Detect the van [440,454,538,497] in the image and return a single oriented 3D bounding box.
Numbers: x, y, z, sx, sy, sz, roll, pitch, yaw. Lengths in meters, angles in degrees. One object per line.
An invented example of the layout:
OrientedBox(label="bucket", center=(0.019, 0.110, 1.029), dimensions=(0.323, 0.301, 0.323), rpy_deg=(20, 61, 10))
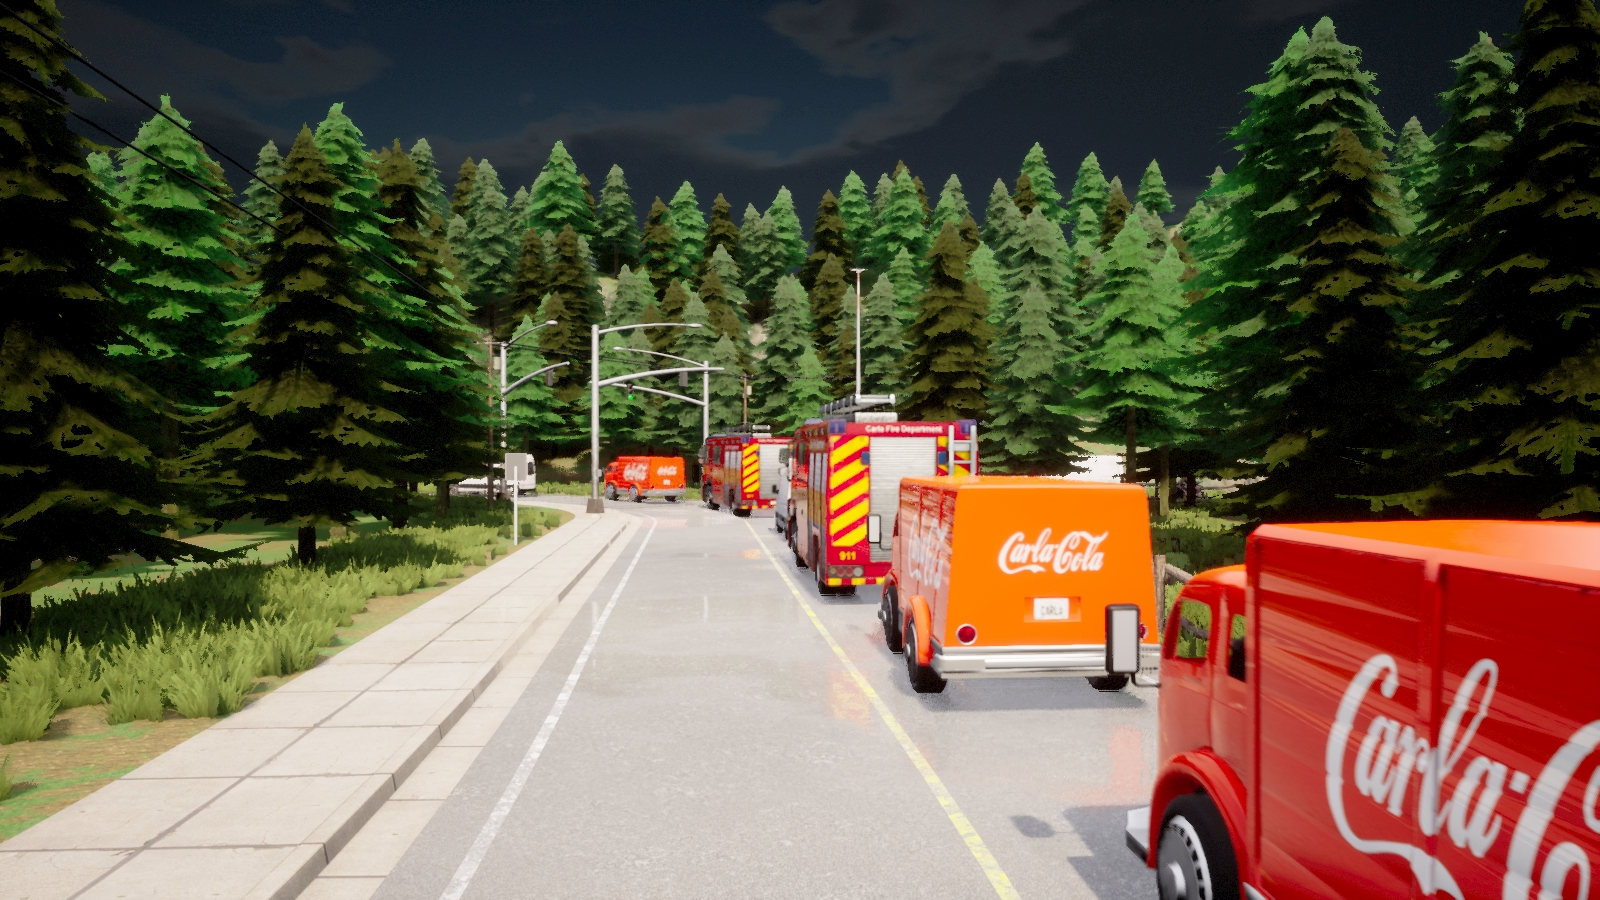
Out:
OrientedBox(label="van", center=(-18.971, 1.508, 69.542), dimensions=(5.915, 2.561, 1.988), rpy_deg=(0, -1, 26))

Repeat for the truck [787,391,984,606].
OrientedBox(label="truck", center=(1.495, 0.864, 24.639), dimensions=(2.891, 3.827, 8.468), rpy_deg=(0, 0, -5))

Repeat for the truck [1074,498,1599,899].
OrientedBox(label="truck", center=(3.226, 1.528, 4.764), dimensions=(2.627, 2.467, 5.204), rpy_deg=(0, 0, -4))

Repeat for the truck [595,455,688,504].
OrientedBox(label="truck", center=(-8.647, 1.544, 62.156), dimensions=(2.627, 2.467, 5.204), rpy_deg=(0, 0, -40))

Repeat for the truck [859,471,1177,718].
OrientedBox(label="truck", center=(2.412, 1.535, 14.469), dimensions=(2.627, 2.467, 5.204), rpy_deg=(0, 0, -5))

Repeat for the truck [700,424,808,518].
OrientedBox(label="truck", center=(-2.248, 0.864, 51.151), dimensions=(2.891, 3.827, 8.468), rpy_deg=(0, 0, -16))
